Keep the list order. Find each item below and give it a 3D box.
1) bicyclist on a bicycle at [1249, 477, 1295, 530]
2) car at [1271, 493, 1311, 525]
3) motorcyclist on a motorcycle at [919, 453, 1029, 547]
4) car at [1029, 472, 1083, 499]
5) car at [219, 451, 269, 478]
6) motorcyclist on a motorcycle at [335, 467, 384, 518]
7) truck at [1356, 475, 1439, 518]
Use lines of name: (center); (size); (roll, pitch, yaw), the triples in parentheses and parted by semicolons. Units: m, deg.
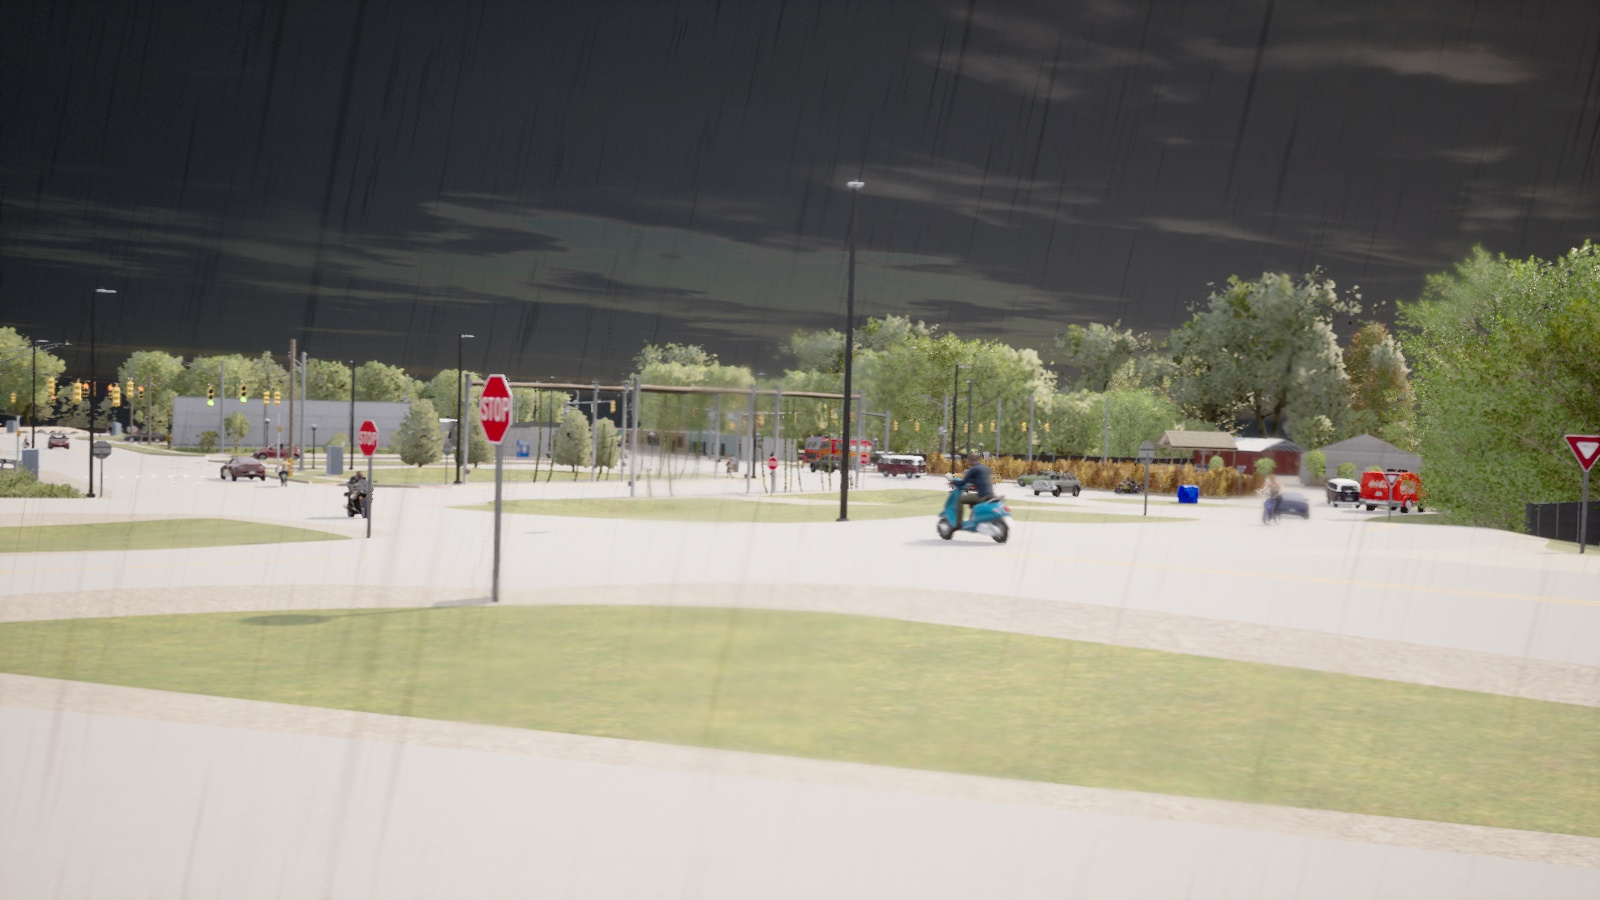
bicyclist on a bicycle: (14.796, 1.677, 39.388); (0.866, 1.612, 1.509); (1, -2, 40)
car: (27.180, 3.248, 69.582); (1.812, 1.442, 4.674); (3, 1, 19)
motorcyclist on a motorcycle: (3.058, 0.861, 22.230); (0.866, 1.590, 1.817); (0, -1, -39)
car: (18.761, 2.622, 91.822); (1.932, 1.855, 4.605); (2, 0, 39)
car: (-33.481, 0.841, 75.557); (1.812, 1.442, 4.674); (1, 1, -36)
motorcyclist on a motorcycle: (-13.749, 1.310, 39.178); (0.866, 1.530, 2.191); (1, -1, -35)
truck: (37.208, 2.885, 78.129); (5.204, 2.467, 2.627); (2, 1, -40)
